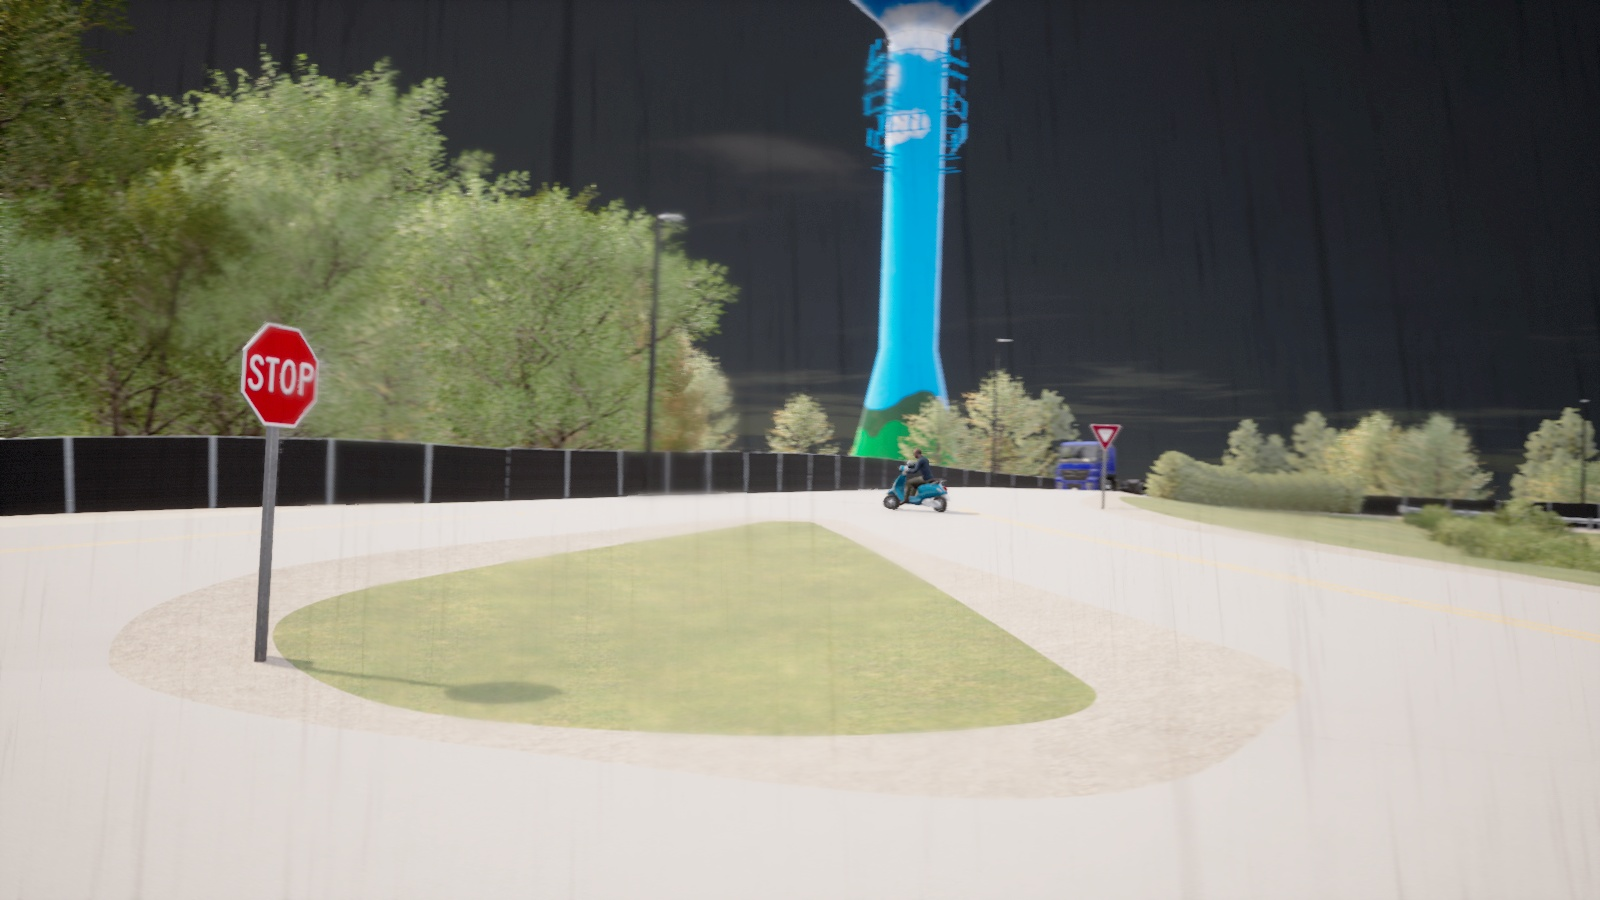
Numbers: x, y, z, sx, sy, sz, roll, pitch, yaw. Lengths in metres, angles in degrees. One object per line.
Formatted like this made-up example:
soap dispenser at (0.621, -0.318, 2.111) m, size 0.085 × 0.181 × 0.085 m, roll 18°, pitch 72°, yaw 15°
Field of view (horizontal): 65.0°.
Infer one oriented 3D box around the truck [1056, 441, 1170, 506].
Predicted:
truck at (19.381, 1.500, 77.429) m, size 7.936 × 3.462 × 2.891 m, roll 6°, pitch -4°, yaw -43°

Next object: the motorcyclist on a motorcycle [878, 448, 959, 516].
motorcyclist on a motorcycle at (2.968, 0.781, 31.421) m, size 1.817 × 1.590 × 0.866 m, roll 2°, pitch 4°, yaw 30°
